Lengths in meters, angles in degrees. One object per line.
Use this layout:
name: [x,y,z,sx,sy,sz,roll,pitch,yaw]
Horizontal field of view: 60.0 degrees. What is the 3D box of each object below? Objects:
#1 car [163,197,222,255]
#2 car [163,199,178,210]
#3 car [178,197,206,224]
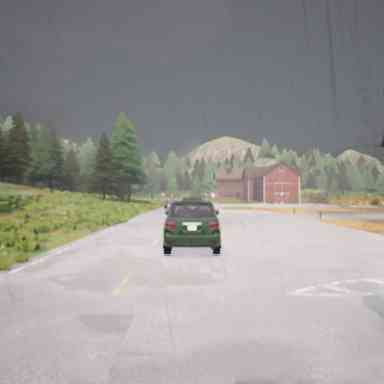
car: [0.006,1.348,14.027,2.150,2.045,5.566,0,0,0]
car: [-3.486,1.999,54.182,2.128,1.511,4.902,0,-1,0]
car: [0.011,1.488,29.016,2.150,2.045,5.566,0,0,0]
